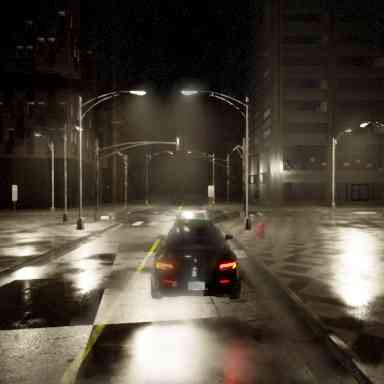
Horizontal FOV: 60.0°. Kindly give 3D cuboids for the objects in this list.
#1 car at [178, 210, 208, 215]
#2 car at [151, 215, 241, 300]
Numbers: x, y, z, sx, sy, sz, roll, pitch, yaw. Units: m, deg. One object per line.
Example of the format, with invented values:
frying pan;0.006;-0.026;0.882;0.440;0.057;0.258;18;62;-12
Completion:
car;0.059;1.594;17.307;1.895;1.301;4.718;0;0;0
car;0.077;1.523;8.282;1.812;1.442;4.674;0;0;0
